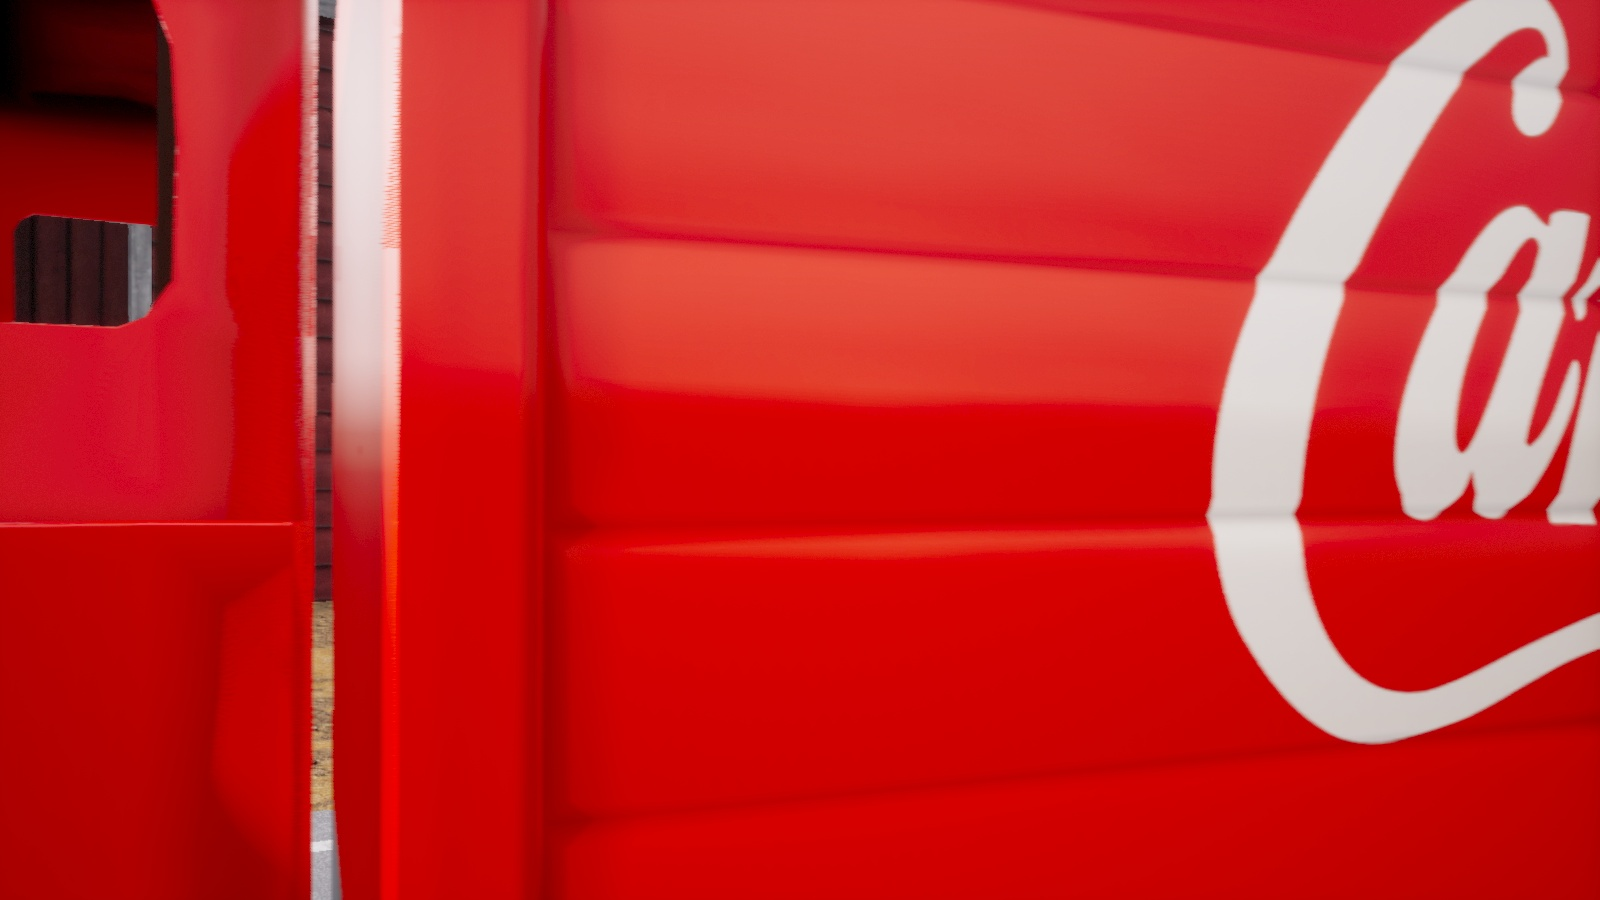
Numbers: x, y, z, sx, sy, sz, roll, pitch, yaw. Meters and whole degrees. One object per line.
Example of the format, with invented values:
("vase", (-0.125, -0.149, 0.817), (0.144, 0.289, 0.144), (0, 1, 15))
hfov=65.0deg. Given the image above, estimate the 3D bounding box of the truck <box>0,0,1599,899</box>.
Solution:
("truck", (0.004, 0.265, 2.189), (5.204, 2.467, 2.627), (0, 1, -21))
